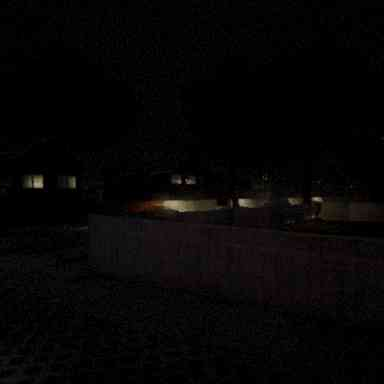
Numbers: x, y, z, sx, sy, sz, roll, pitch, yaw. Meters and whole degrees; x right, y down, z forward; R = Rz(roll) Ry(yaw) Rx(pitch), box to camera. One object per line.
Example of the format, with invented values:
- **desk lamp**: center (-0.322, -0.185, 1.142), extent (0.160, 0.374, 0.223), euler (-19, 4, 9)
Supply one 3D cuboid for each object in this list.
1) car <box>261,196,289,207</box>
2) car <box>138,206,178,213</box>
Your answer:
- **car**: center (11.182, 1.564, 44.295), extent (2.150, 2.045, 5.566), euler (0, -1, 36)
- **car**: center (-2.684, 1.753, 24.961), extent (1.994, 1.385, 4.181), euler (0, 0, 36)
